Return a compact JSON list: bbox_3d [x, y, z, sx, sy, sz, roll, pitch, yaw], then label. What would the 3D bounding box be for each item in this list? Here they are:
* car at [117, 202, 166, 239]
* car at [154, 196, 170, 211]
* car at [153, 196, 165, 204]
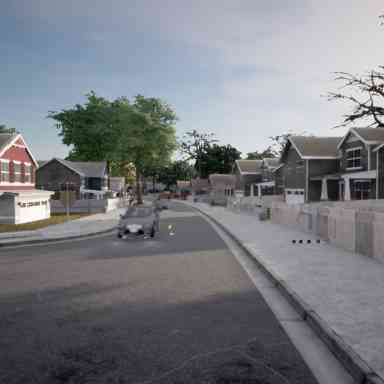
[{"bbox_3d":[-2.714,1.508,17.673,2.128,1.511,4.902,0,0,-1],"label":"car"},{"bbox_3d":[-3.999,1.603,42.592,1.837,1.490,4.892,0,0,-5],"label":"car"},{"bbox_3d":[-6.655,1.551,66.849,2.033,1.411,5.357,0,0,-8],"label":"car"}]
